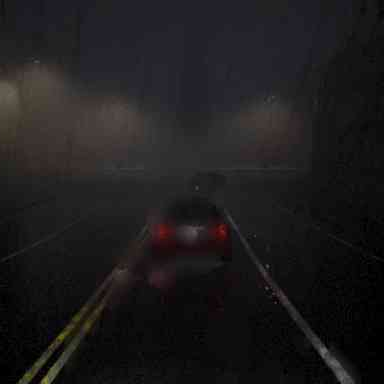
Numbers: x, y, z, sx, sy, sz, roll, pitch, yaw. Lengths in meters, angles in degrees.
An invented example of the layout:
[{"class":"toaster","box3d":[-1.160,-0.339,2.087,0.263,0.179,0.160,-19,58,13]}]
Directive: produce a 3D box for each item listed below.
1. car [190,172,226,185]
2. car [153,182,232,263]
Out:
[{"class":"car","box3d":[1.280,-0.920,26.784,1.812,1.442,4.674,4,12,22]},{"class":"car","box3d":[0.025,0.854,10.563,2.097,1.767,4.553,-1,6,1]}]
